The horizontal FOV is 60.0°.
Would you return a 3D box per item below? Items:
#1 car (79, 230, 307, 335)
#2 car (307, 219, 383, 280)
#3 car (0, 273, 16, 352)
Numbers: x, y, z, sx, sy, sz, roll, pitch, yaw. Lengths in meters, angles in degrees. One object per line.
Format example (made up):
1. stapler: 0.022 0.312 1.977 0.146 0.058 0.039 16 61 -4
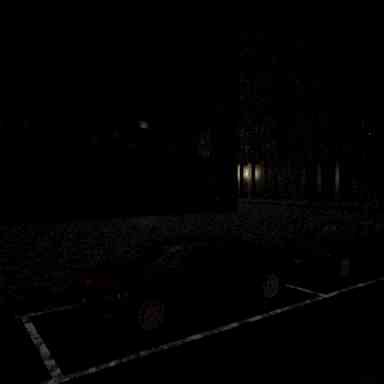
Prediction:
1. car: 0.073 1.542 6.720 4.507 1.381 1.887 0 0 -36
2. car: 4.568 1.538 9.933 4.507 1.381 1.887 0 0 -36
3. car: -4.423 1.546 3.507 4.507 1.381 1.887 0 0 -36
